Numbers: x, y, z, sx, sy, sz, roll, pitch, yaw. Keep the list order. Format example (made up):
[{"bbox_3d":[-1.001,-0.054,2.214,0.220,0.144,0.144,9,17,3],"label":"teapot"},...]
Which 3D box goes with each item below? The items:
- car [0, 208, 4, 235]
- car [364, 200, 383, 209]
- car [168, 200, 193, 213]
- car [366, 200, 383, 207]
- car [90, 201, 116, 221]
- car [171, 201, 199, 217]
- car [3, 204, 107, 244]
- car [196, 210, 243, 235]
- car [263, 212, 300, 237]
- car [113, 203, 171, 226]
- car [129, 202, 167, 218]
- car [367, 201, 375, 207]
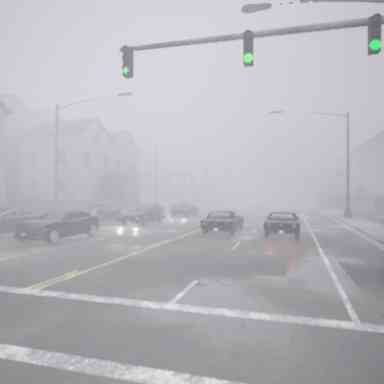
[{"bbox_3d":[-10.074,1.609,17.633,2.128,1.511,4.902,0,-1,17],"label":"car"},{"bbox_3d":[34.936,2.261,62.635,4.974,1.542,2.038,1,-1,-30],"label":"car"},{"bbox_3d":[-1.508,1.917,45.589,1.882,1.535,5.008,0,-1,17],"label":"car"},{"bbox_3d":[34.981,2.104,62.662,4.536,1.218,1.853,1,-1,-30],"label":"car"},{"bbox_3d":[-7.400,1.571,26.441,2.097,1.767,4.553,0,-1,17],"label":"car"},{"bbox_3d":[-0.745,1.952,36.148,1.895,1.301,4.718,0,-1,17],"label":"car"},{"bbox_3d":[-6.641,1.607,16.897,1.882,1.535,5.008,0,-1,17],"label":"car"},{"bbox_3d":[1.984,1.815,20.584,1.895,1.301,4.718,0,-1,17],"label":"car"},{"bbox_3d":[5.349,1.824,19.625,1.895,1.301,4.718,0,-1,17],"label":"car"},{"bbox_3d":[-3.785,1.785,26.299,2.033,1.411,5.357,0,-1,17],"label":"car"},{"bbox_3d":[-4.578,1.872,35.597,2.033,1.411,5.357,0,-1,18],"label":"car"},{"bbox_3d":[33.610,2.211,58.222,2.038,1.542,4.974,1,-1,-20],"label":"car"}]
